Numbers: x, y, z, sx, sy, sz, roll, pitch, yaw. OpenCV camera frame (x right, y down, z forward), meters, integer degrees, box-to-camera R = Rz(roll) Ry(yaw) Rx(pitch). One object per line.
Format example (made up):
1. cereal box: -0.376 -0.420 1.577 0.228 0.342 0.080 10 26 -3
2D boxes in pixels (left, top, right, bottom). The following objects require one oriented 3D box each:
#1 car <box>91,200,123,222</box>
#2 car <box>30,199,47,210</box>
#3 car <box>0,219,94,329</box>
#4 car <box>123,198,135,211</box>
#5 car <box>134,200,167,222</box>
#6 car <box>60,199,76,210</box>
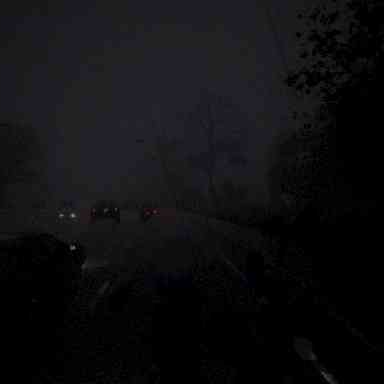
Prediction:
1. car: -6.802 1.375 26.351 2.097 1.767 4.553 0 0 -13
2. car: -20.125 1.580 43.732 2.033 1.411 5.357 0 0 -23
3. car: -3.745 1.558 6.926 2.033 1.411 5.357 0 0 -4
4. car: -8.050 1.527 42.192 2.128 1.511 4.902 0 0 -21
5. car: -3.162 1.567 26.379 2.033 1.411 5.357 0 0 -13
6. car: -16.377 1.635 43.773 1.895 1.301 4.718 0 0 -23
